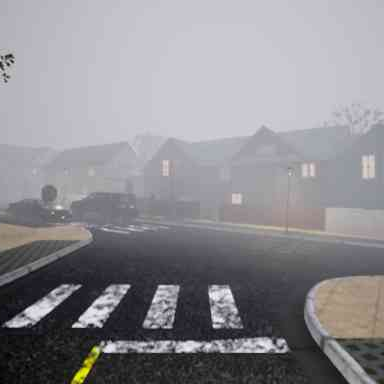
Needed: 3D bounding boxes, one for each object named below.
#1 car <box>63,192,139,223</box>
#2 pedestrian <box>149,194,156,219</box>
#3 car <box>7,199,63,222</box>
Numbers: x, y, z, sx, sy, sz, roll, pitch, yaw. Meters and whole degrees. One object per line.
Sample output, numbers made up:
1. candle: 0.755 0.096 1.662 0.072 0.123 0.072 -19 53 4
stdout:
1. car: -6.306 1.018 23.733 5.566 2.045 2.150 2 0 33
2. pedestrian: -3.008 1.078 25.091 0.375 1.860 0.375 -1 -5 32
3. car: -10.565 1.167 22.933 5.357 1.411 2.033 2 0 32
